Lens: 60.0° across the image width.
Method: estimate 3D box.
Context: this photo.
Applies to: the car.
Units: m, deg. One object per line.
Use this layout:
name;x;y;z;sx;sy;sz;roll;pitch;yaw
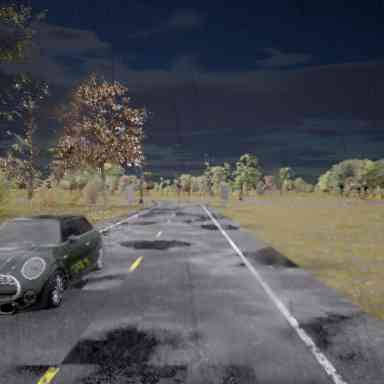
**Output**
car;-3.600;1.349;7.786;2.097;1.767;4.553;0;0;0
